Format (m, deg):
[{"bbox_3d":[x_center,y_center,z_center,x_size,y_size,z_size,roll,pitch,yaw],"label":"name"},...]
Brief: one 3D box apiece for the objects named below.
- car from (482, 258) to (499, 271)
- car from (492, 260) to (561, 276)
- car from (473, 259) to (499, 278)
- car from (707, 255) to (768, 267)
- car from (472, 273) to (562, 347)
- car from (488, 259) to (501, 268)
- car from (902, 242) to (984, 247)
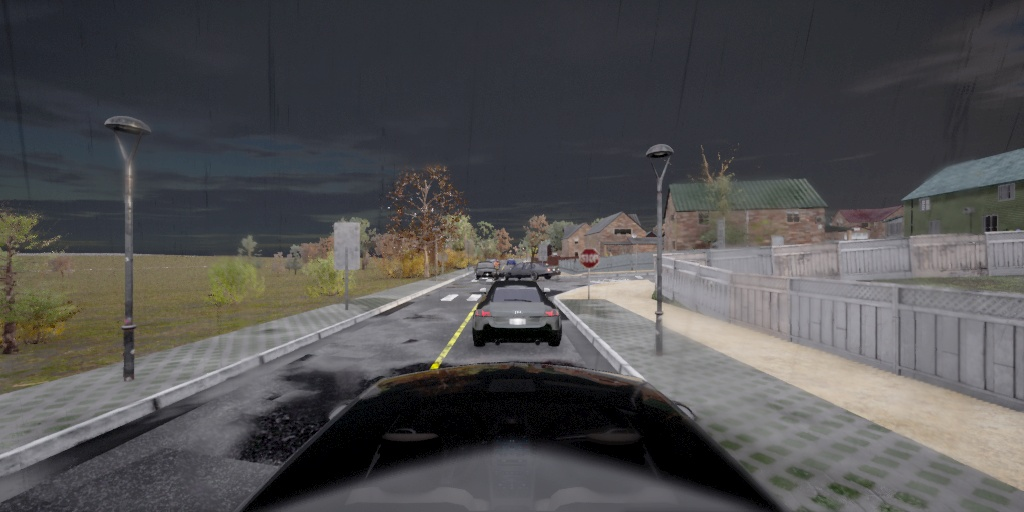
[{"bbox_3d":[-2.969,1.120,51.088,2.097,1.767,4.553,0,0,0],"label":"car"},{"bbox_3d":[1.271,1.198,28.369,5.357,1.411,2.033,-4,-3,43],"label":"car"},{"bbox_3d":[-2.324,1.257,31.272,1.837,1.490,4.892,0,0,-8],"label":"car"},{"bbox_3d":[14.336,0.413,22.778,4.181,1.385,1.994,-3,0,16],"label":"car"},{"bbox_3d":[0.084,1.313,9.352,1.994,1.385,4.181,0,0,-1],"label":"car"},{"bbox_3d":[-2.979,1.256,61.125,1.882,1.535,5.008,0,0,0],"label":"car"},{"bbox_3d":[23.842,-0.208,20.380,4.902,1.511,2.128,-3,0,14],"label":"car"}]
